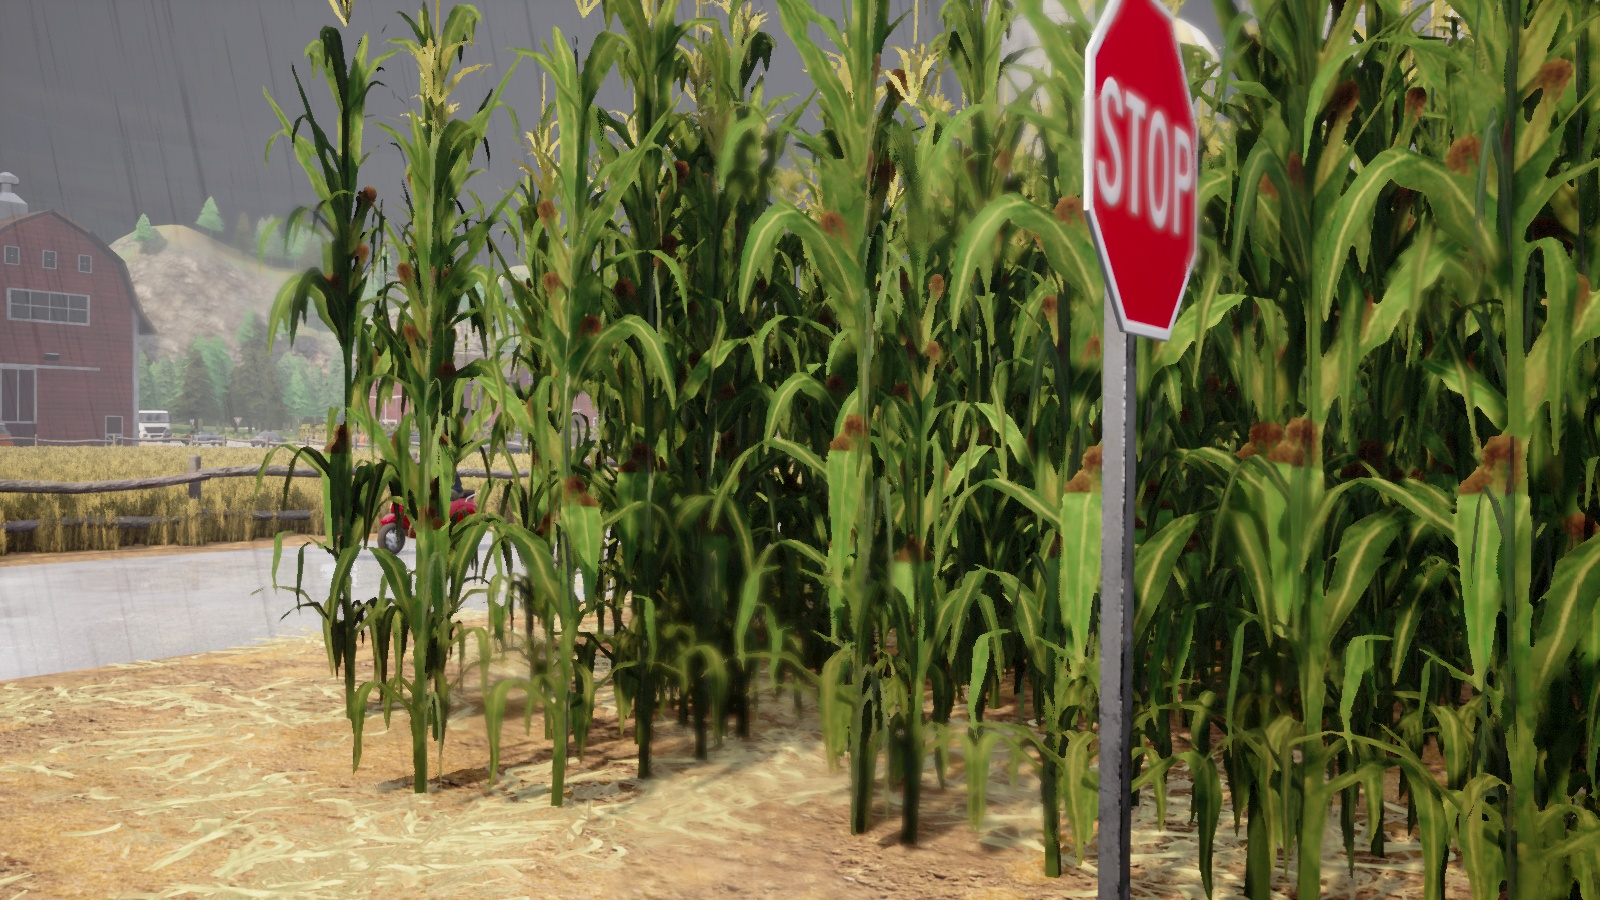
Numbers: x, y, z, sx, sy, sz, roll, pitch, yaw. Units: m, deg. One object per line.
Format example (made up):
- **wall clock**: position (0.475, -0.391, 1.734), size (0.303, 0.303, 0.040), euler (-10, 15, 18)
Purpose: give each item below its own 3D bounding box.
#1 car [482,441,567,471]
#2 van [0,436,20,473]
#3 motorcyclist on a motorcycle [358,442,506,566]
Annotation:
- **car**: position (-14.039, 0.294, 63.914), size (4.193, 1.474, 1.816), euler (0, 1, 33)
- **van**: position (-45.263, 0.280, 68.329), size (1.775, 1.987, 4.442), euler (0, 1, 30)
- **motorcyclist on a motorcycle**: position (-5.014, 0.695, 17.219), size (0.866, 1.590, 1.817), euler (0, 1, 33)
